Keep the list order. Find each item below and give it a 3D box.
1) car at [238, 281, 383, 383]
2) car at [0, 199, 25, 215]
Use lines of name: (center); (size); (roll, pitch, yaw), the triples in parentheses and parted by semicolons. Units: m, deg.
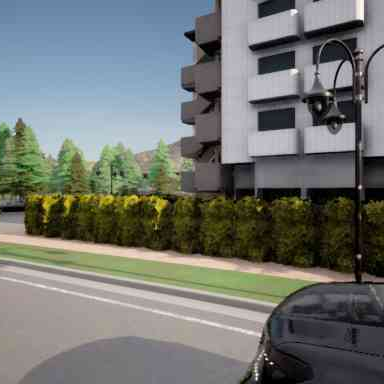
car: (2.983, 1.223, 1.619); (5.566, 2.045, 2.150); (0, 0, 36)
car: (-18.242, 1.491, 33.496); (2.128, 1.511, 4.902); (0, 0, 33)
